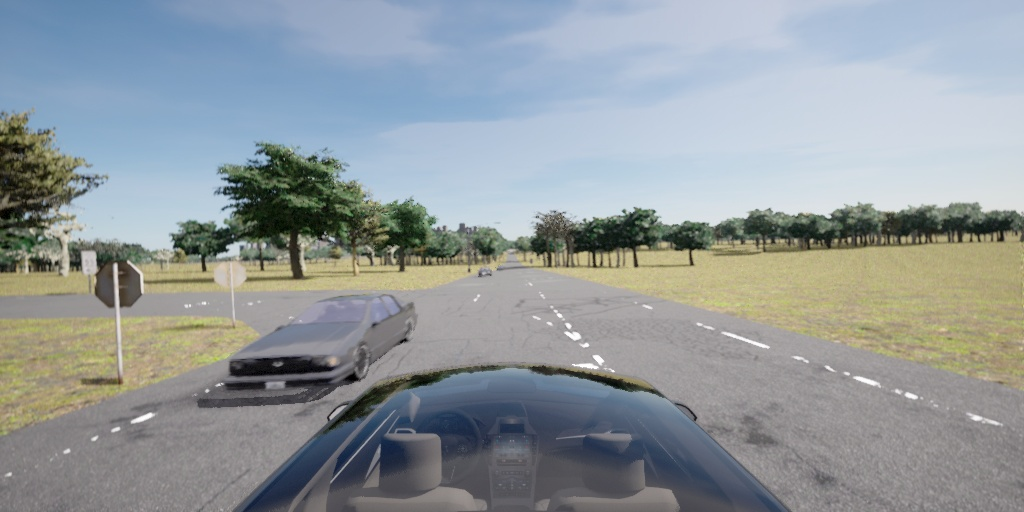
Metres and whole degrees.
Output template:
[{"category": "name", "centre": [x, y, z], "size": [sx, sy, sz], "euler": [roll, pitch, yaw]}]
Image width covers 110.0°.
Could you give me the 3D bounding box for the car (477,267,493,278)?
[{"category": "car", "centre": [-3.812, 2.280, 51.218], "size": [2.128, 1.511, 4.902], "euler": [-3, -1, 0]}]

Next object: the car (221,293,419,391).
[{"category": "car", "centre": [-3.572, 1.588, 8.046], "size": [2.033, 1.411, 5.357], "euler": [-3, -1, 0]}]
